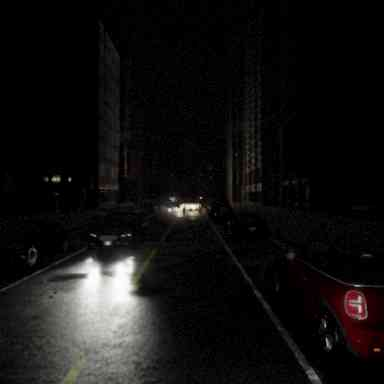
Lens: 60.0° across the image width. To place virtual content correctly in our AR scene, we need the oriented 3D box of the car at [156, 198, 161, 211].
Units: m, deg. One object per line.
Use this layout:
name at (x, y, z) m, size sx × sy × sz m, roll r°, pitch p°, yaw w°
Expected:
car at (-5.728, 1.909, 45.326) m, size 1.967 × 1.590 × 4.097 m, roll 0°, pitch -1°, yaw 0°

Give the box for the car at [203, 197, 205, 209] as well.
car at (2.793, 1.726, 39.724) m, size 2.192 × 1.841 × 5.009 m, roll 0°, pitch -1°, yaw 0°

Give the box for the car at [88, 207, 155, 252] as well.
car at (-3.089, 1.640, 14.657) m, size 2.128 × 1.511 × 4.902 m, roll 0°, pitch -1°, yaw 0°

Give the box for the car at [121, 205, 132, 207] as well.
car at (-5.744, 1.783, 22.888) m, size 2.008 × 1.369 × 4.403 m, roll 0°, pitch -1°, yaw 0°

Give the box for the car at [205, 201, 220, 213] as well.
car at (2.798, 1.998, 45.500) m, size 1.752 × 1.417 × 4.829 m, roll 0°, pitch -1°, yaw 0°

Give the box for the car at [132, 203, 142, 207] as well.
car at (-5.740, 1.873, 28.497) m, size 1.802 × 1.307 × 4.206 m, roll 0°, pitch -1°, yaw 0°

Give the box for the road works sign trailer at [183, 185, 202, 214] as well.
road works sign trailer at (0.031, 0.888, 40.905) m, size 2.380 × 3.560 × 2.880 m, roll 0°, pitch -1°, yaw 0°

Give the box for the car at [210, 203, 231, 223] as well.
car at (2.785, 1.875, 28.503) m, size 1.802 × 1.307 × 4.206 m, roll 0°, pitch -1°, yaw 0°

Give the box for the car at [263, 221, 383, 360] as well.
car at (2.768, 1.502, 6.069) m, size 1.967 × 1.590 × 4.097 m, roll 0°, pitch -1°, yaw 0°

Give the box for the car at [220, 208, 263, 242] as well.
car at (2.776, 1.742, 17.285) m, size 1.947 × 1.339 × 4.313 m, roll 0°, pitch -1°, yaw 0°

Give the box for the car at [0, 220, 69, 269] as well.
car at (-5.753, 1.683, 11.669) m, size 1.947 × 1.339 × 4.313 m, roll 0°, pitch -1°, yaw 0°

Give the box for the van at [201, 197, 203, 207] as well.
van at (2.806, 1.932, 56.550) m, size 1.690 × 1.788 × 3.998 m, roll 0°, pitch -1°, yaw 0°

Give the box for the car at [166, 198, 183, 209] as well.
car at (-3.018, 2.144, 55.793) m, size 1.994 × 1.385 × 4.181 m, roll 0°, pitch -1°, yaw 0°

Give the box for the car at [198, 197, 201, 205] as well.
car at (2.815, 2.026, 67.768) m, size 2.192 × 1.841 × 5.009 m, roll 0°, pitch -1°, yaw 0°

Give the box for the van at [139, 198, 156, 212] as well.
van at (-5.732, 1.751, 39.718) m, size 1.690 × 1.788 × 3.998 m, roll 0°, pitch -1°, yaw 0°

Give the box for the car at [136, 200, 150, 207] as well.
car at (-5.736, 1.874, 33.936) m, size 1.752 × 1.417 × 4.829 m, roll 0°, pitch -1°, yaw 0°

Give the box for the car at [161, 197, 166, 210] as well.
car at (-5.723, 1.844, 50.936) m, size 2.192 × 1.841 × 5.009 m, roll 0°, pitch -1°, yaw 0°

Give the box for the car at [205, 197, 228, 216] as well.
car at (2.789, 1.667, 34.114) m, size 2.192 × 1.841 × 5.009 m, roll 0°, pitch -1°, yaw 0°
